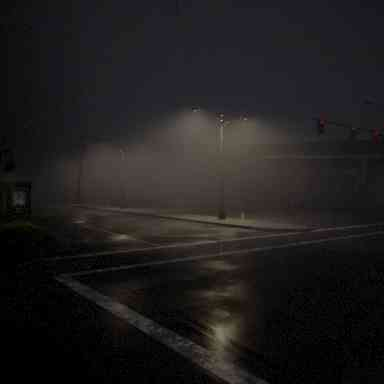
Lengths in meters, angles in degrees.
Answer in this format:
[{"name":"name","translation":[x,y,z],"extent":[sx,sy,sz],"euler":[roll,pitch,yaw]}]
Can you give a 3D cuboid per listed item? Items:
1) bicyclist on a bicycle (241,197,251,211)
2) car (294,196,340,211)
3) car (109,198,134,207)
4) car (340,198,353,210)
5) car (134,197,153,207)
[{"name":"bicyclist on a bicycle","translation":[6.346,1.430,39.768],"extent":[1.656,1.620,0.582],"euler":[-6,-7,-37]},{"name":"car","translation":[13.923,1.295,38.125],"extent":[2.242,1.667,4.611],"euler":[0,0,-35]},{"name":"car","translation":[-11.061,1.564,50.741],"extent":[1.994,1.385,4.181],"euler":[0,0,-35]},{"name":"car","translation":[18.189,1.455,42.048],"extent":[1.970,1.475,3.806],"euler":[0,0,-35]},{"name":"car","translation":[-8.196,1.547,52.752],"extent":[2.033,1.411,5.357],"euler":[0,0,-35]}]
